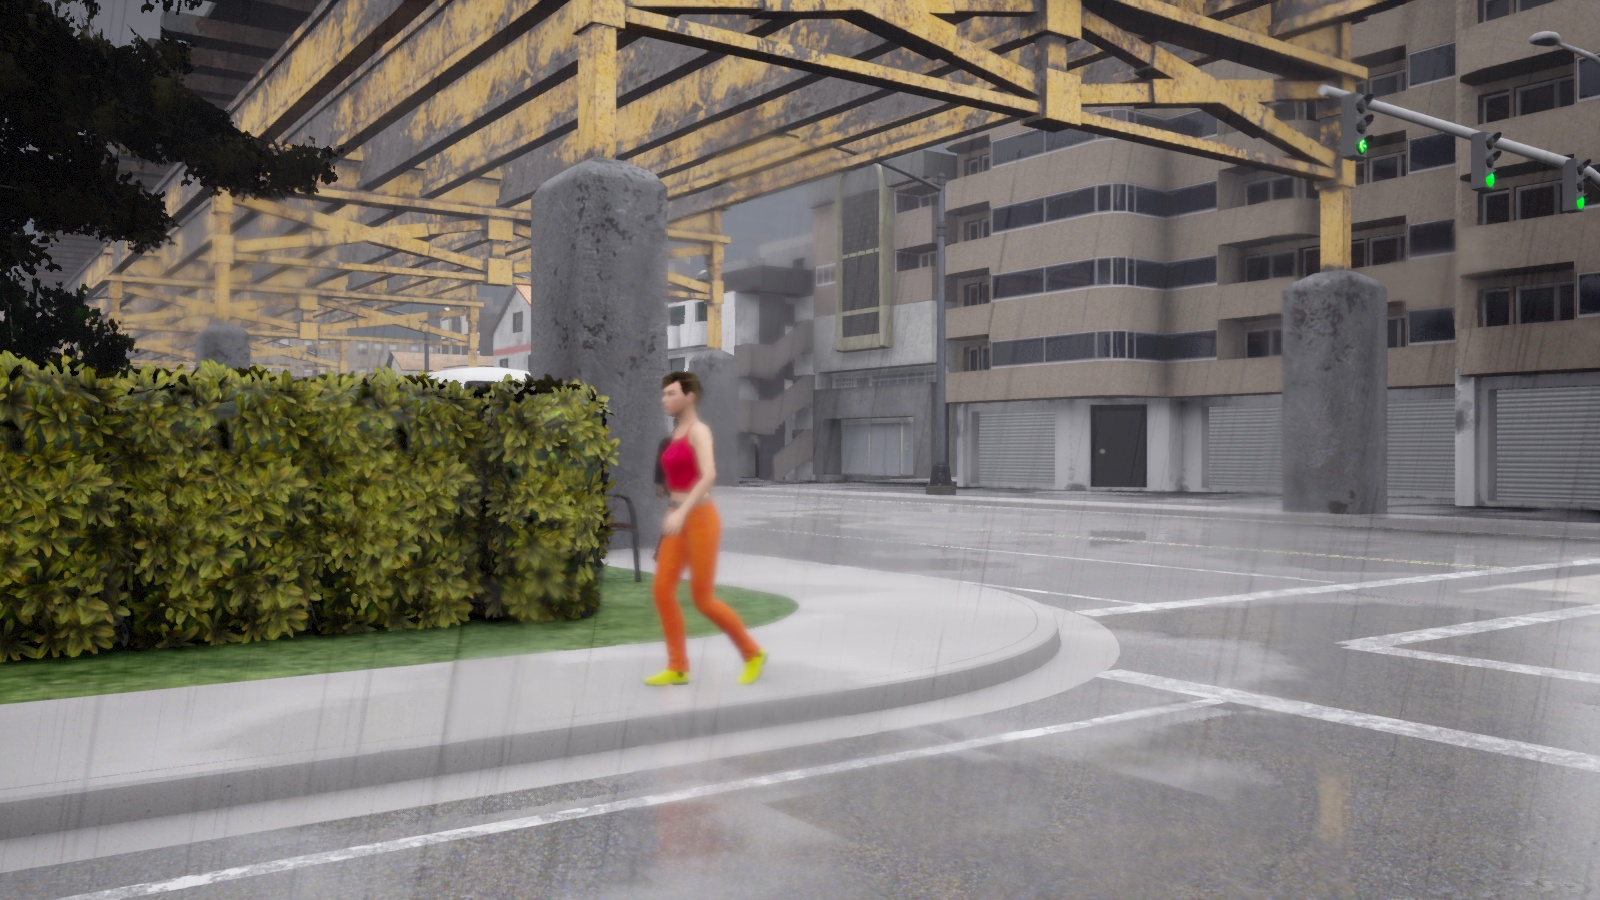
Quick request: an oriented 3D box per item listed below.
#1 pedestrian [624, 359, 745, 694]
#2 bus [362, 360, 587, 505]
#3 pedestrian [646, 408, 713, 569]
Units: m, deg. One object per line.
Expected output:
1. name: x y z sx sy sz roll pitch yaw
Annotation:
1. pedestrian: -0.660 0.420 7.182 0.594 1.836 0.345 0 0 -30
2. bus: -11.231 -0.504 42.248 3.944 4.253 10.273 0 0 -35
3. pedestrian: -1.419 0.446 14.778 0.720 1.854 0.376 0 0 36
